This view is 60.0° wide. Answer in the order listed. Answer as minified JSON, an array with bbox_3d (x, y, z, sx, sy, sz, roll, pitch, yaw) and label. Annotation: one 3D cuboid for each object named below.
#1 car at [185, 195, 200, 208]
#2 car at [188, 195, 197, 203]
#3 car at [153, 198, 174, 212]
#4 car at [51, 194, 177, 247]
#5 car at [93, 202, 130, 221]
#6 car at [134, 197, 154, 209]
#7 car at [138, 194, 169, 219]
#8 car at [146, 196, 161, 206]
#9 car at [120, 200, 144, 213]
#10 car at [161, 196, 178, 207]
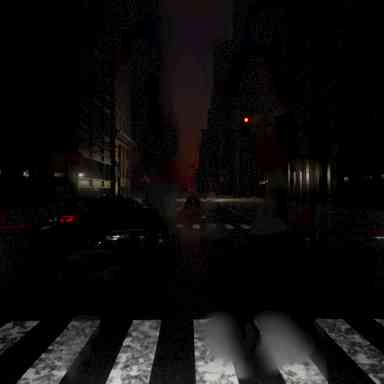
[{"bbox_3d":[0.096,1.322,47.003,2.097,1.767,4.553,0,0,0],"label":"car"},{"bbox_3d":[0.101,1.431,70.289,1.837,1.490,4.892,0,0,0],"label":"car"},{"bbox_3d":[-3.346,1.469,39.999,2.128,1.511,4.902,0,0,0],"label":"car"},{"bbox_3d":[-3.512,1.210,15.373,5.566,2.045,2.150,0,1,-37],"label":"car"},{"bbox_3d":[-6.617,1.588,27.860,1.895,1.301,4.718,0,0,1],"label":"car"},{"bbox_3d":[-6.591,1.462,46.384,2.128,1.511,4.902,0,0,0],"label":"car"},{"bbox_3d":[-3.349,1.207,29.905,2.150,2.045,5.566,0,0,0],"label":"car"},{"bbox_3d":[-6.558,1.503,57.039,2.033,1.411,5.357,0,0,0],"label":"car"},{"bbox_3d":[-6.598,1.580,36.975,1.895,1.301,4.718,0,0,0],"label":"car"},{"bbox_3d":[-3.331,1.457,50.421,2.128,1.511,4.902,0,0,0],"label":"car"}]
